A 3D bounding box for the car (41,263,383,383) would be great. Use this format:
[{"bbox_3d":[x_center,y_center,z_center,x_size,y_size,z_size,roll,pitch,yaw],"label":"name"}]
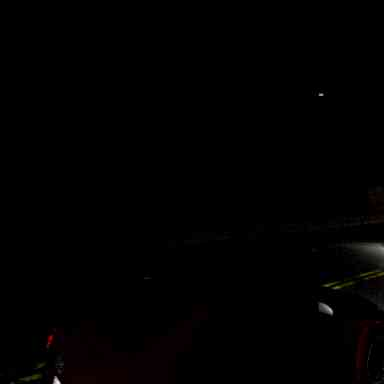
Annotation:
[{"bbox_3d":[0.551,1.575,3.874,4.181,1.385,1.994,0,0,-36],"label":"car"}]
